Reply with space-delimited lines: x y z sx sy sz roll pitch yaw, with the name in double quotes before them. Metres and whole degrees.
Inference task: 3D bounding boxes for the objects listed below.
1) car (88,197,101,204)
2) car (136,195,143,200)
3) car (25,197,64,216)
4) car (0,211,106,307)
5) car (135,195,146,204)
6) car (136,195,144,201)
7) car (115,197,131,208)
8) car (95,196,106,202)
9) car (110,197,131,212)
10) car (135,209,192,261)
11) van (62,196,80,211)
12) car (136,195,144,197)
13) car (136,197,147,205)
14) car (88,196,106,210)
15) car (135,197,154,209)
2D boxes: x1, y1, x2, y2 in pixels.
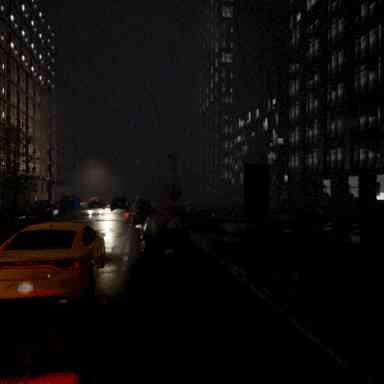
"car" -17.854 1.515 60.808 1.802 1.307 4.206 0 0 -10
"car" -14.259 1.468 90.018 1.887 1.381 4.507 0 0 -10
"car" -12.253 1.405 27.426 1.967 1.590 4.097 0 0 -10
"car" -3.227 1.470 8.081 1.882 1.535 5.008 0 0 -10
"car" -9.590 1.393 62.193 1.967 1.590 4.097 0 0 -10
"car" -12.391 1.501 78.889 1.947 1.339 4.313 0 0 -10
"car" -10.033 1.507 48.634 2.033 1.411 5.357 0 0 -9
"car" -19.722 1.488 71.934 1.947 1.339 4.313 0 0 -10
"car" -8.322 1.321 38.771 2.097 1.767 4.553 0 0 -9
"car" -1.057 1.547 12.134 2.008 1.369 4.403 0 0 -10
"van" -14.122 1.296 38.553 1.690 1.788 3.998 0 0 -10
"car" -7.721 1.530 51.064 1.947 1.339 4.313 0 0 -10
"car" -8.655 1.540 56.629 1.802 1.307 4.206 0 0 -10
"car" -12.017 1.522 42.330 1.994 1.385 4.181 0 0 -10
"car" -4.919 1.545 34.370 1.947 1.339 4.313 0 0 -10
